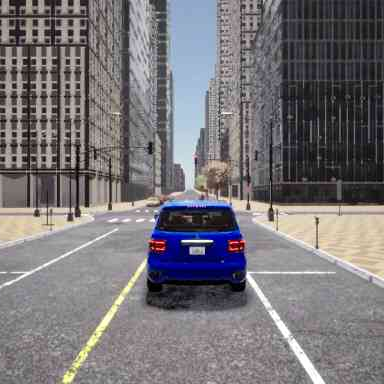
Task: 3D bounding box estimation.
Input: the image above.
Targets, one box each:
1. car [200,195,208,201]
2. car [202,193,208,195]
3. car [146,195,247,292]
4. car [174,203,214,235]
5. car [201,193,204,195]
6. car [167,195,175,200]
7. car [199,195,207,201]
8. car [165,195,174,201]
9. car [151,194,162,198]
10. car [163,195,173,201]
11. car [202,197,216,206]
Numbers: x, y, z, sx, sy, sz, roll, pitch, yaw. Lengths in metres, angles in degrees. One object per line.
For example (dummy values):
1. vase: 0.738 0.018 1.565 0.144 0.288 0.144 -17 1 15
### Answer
1. car: 2.715 1.419 78.786 1.752 1.417 4.829 0 0 0
2. car: 2.837 1.400 50.241 1.967 1.590 4.097 0 0 0
3. car: 0.101 1.221 9.071 2.150 2.045 5.566 0 0 0
4. car: 0.101 1.486 19.800 2.128 1.511 4.902 0 0 0
5. car: 2.714 1.224 72.941 2.192 1.841 5.009 0 0 0
6. car: -5.663 1.411 89.974 2.008 1.369 4.403 0 0 0
7. car: 2.716 1.422 84.291 1.887 1.381 4.507 0 0 0
8. car: -5.665 1.428 84.299 2.008 1.369 4.403 0 0 0
9. car: -5.803 1.485 50.073 1.752 1.417 4.829 0 0 0
10. car: -5.666 1.438 78.623 1.887 1.381 4.507 0 0 0
11. car: 2.807 1.500 55.919 2.008 1.369 4.403 0 0 0
